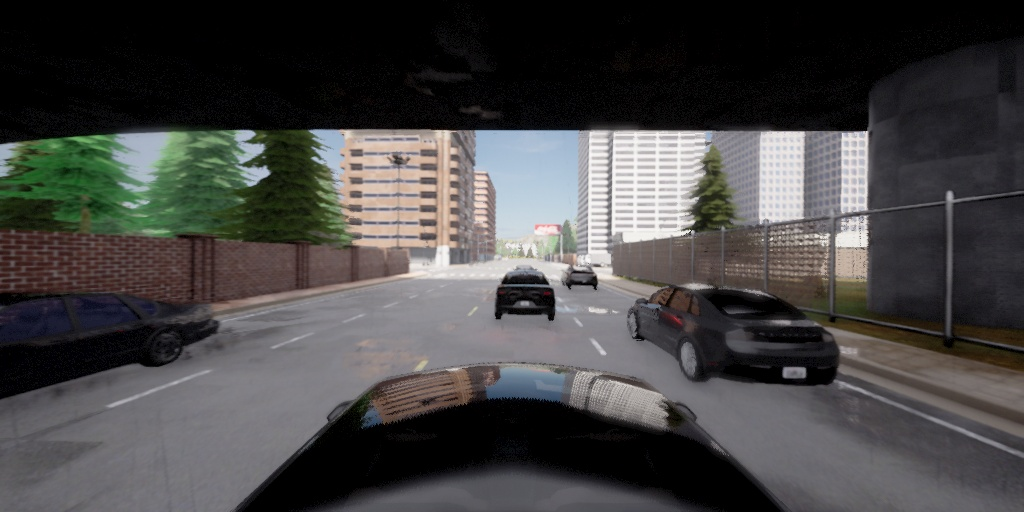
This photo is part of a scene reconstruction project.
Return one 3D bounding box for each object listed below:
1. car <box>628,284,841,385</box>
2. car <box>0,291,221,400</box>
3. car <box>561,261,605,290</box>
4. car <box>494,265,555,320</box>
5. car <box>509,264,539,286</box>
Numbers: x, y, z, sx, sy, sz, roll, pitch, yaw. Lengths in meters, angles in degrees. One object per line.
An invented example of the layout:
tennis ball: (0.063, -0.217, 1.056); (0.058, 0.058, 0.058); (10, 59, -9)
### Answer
car: (3.801, 1.299, 7.173); (1.837, 1.490, 4.892); (1, 0, 1)
car: (-7.020, 1.230, 5.026); (2.033, 1.411, 5.357); (1, 0, 2)
car: (4.325, 1.307, 23.429); (2.128, 1.511, 4.902); (1, 0, 2)
car: (0.454, 1.244, 12.821); (1.882, 1.535, 5.008); (1, 0, 2)
car: (0.905, 1.348, 26.394); (1.994, 1.385, 4.181); (1, 0, 2)
